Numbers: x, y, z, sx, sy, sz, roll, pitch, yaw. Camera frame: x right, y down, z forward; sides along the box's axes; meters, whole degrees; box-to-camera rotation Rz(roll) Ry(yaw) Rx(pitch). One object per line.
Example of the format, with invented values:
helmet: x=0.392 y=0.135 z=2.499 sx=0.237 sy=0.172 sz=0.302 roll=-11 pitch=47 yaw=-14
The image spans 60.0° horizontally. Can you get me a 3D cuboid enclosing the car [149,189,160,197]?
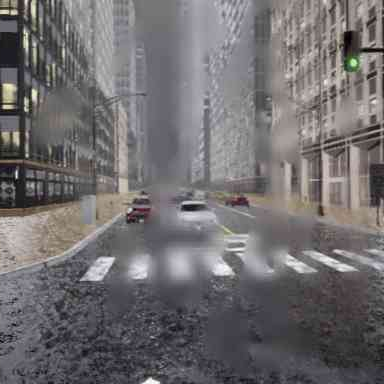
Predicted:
car: x=-7.209 y=0.133 z=64.561 sx=2.008 sy=1.369 sz=4.403 roll=0 pitch=1 yaw=-5

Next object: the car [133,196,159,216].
car: x=-3.463 y=1.018 z=25.725 sx=1.802 sy=1.307 sz=4.206 roll=0 pitch=1 yaw=-5

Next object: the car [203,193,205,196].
car: x=2.731 y=0.417 z=48.789 sx=1.947 sy=1.339 sz=4.313 roll=0 pitch=1 yaw=-5

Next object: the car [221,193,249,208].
car: x=4.337 y=0.799 z=32.137 sx=1.802 sy=1.307 sz=4.206 roll=0 pitch=1 yaw=-5

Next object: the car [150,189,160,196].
car: x=-7.744 y=0.006 z=70.109 sx=1.887 sy=1.381 sz=4.507 roll=0 pitch=1 yaw=-5

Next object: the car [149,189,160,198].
car: x=-6.674 y=0.249 z=59.013 sx=1.887 sy=1.381 sz=4.507 roll=0 pitch=1 yaw=-6

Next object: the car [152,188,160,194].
car: x=-8.815 y=-0.216 z=81.206 sx=1.947 sy=1.339 sz=4.313 roll=0 pitch=1 yaw=-5

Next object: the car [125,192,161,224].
car: x=-2.926 y=0.998 z=20.174 sx=1.967 sy=1.590 sz=4.097 roll=0 pitch=1 yaw=-6

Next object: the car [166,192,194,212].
car: x=-0.856 y=0.963 z=25.535 sx=2.033 sy=1.411 sz=5.357 roll=-1 pitch=1 yaw=-6

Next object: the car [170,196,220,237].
car: x=0.067 y=1.153 z=15.917 sx=1.812 sy=1.442 sz=4.674 roll=-1 pitch=1 yaw=-5

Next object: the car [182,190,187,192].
car: x=-1.837 y=0.791 z=35.780 sx=1.895 sy=1.301 sz=4.718 roll=-1 pitch=1 yaw=-5

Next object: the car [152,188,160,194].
car: x=-9.350 y=-0.359 z=86.753 sx=1.887 sy=1.381 sz=4.507 roll=0 pitch=1 yaw=-5

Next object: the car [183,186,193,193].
car: x=-1.015 y=-0.686 z=87.634 sx=2.192 sy=1.841 sz=5.009 roll=0 pitch=1 yaw=-5

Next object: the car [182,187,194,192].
car: x=-0.719 y=0.237 z=57.264 sx=2.033 sy=1.411 sz=5.357 roll=-1 pitch=1 yaw=-5

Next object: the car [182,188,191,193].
car: x=-1.552 y=-0.556 z=93.190 sx=1.947 sy=1.339 sz=4.313 roll=0 pitch=1 yaw=-5

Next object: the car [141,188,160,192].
car: x=-3.995 y=0.629 z=31.268 sx=2.192 sy=1.841 sz=5.009 roll=0 pitch=1 yaw=-6

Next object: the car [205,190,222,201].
car: x=3.251 y=0.494 z=43.407 sx=1.752 sy=1.417 sz=4.829 roll=0 pitch=1 yaw=-5
